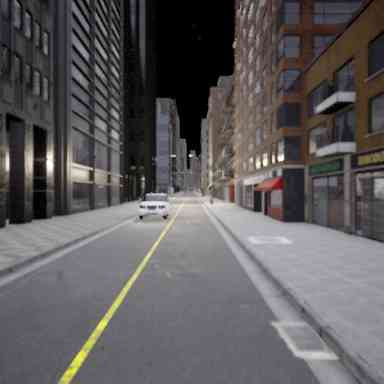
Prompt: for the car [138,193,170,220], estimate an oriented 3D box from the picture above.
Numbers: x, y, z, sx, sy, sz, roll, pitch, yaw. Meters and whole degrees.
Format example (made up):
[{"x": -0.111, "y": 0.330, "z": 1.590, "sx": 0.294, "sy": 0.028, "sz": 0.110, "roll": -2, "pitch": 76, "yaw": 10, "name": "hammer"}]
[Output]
[{"x": -3.003, "y": 1.126, "z": 27.496, "sx": 2.150, "sy": 2.045, "sz": 5.566, "roll": 0, "pitch": 0, "yaw": 0, "name": "car"}]
